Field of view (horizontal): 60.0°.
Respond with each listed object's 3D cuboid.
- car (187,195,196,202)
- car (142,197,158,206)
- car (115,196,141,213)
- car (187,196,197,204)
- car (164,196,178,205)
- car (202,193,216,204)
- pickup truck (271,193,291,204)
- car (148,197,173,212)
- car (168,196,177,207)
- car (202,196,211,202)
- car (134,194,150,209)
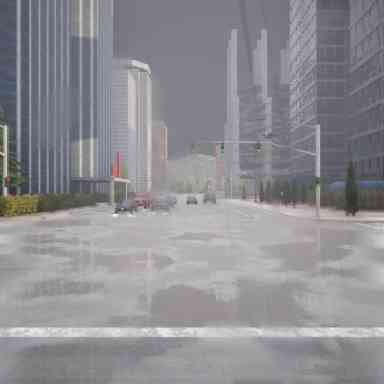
[{"bbox_3d":[-0.155,1.549,76.360,2.128,1.511,4.902,0,0,0],"label":"car"},{"bbox_3d":[-7.189,1.566,57.139,2.033,1.411,5.357,0,0,0],"label":"car"},{"bbox_3d":[-7.163,1.517,36.542,1.837,1.490,4.892,0,0,0],"label":"car"},{"bbox_3d":[-0.028,1.583,63.037,1.994,1.385,4.181,0,0,0],"label":"car"},{"bbox_3d":[-3.687,1.511,60.007,2.128,1.511,4.902,0,0,0],"label":"car"},{"bbox_3d":[3.467,1.242,65.342,2.150,2.045,5.566,0,0,0],"label":"car"},{"bbox_3d":[16.496,1.078,61.471,2.390,2.098,6.274,0,0,30],"label":"pickup truck"},{"bbox_3d":[-3.661,1.577,39.583,1.994,1.385,4.181,0,0,0],"label":"car"},{"bbox_3d":[-3.674,1.617,49.590,1.895,1.301,4.718,0,0,0],"label":"car"},{"bbox_3d":[3.345,1.619,76.004,1.895,1.301,4.718,0,0,0],"label":"car"},{"bbox_3d":[-7.173,1.236,46.478,2.150,2.045,5.566,0,0,1],"label":"car"}]
